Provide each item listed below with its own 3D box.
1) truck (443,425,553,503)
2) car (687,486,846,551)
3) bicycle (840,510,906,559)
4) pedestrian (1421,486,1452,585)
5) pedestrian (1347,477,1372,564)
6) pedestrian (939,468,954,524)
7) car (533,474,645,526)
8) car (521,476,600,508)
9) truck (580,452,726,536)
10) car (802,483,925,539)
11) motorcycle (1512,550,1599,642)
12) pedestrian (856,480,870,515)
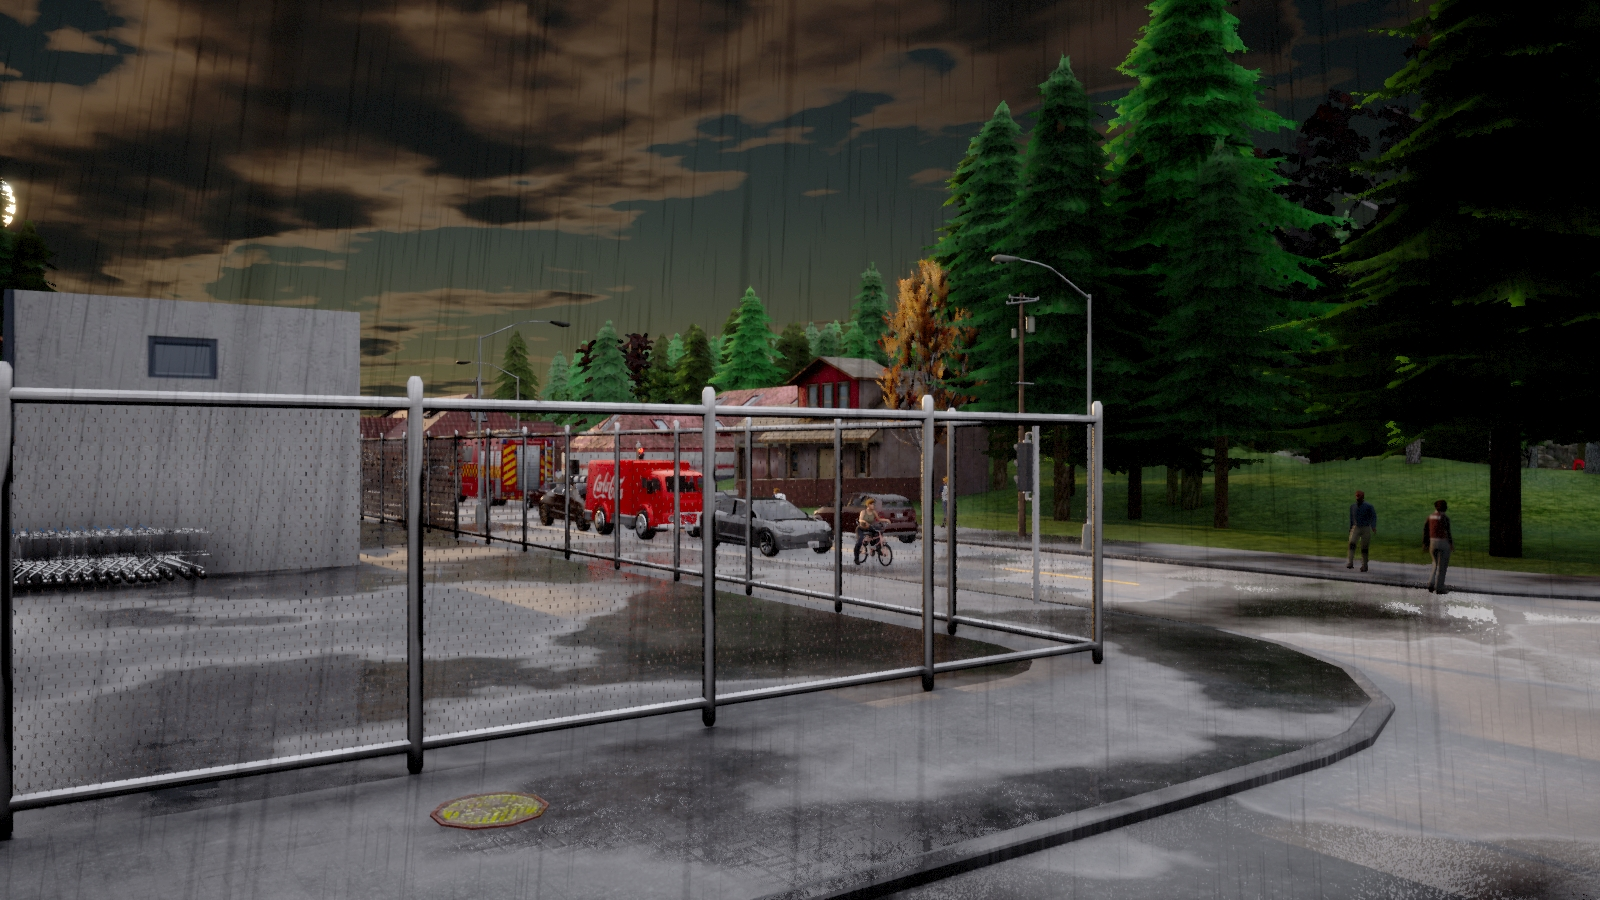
[{"bbox_3d":[-16.070,0.667,60.303,2.891,3.827,8.468,0,0,-35],"label":"truck"},{"bbox_3d":[-1.029,1.840,31.812,2.163,1.488,4.792,0,0,-35],"label":"car"},{"bbox_3d":[1.773,2.033,27.810,0.859,1.080,1.487,0,0,-35],"label":"bicycle"},{"bbox_3d":[12.183,1.625,21.882,0.375,1.860,0.375,0,0,-27],"label":"pedestrian"},{"bbox_3d":[12.193,1.520,24.897,0.375,1.860,0.375,0,0,-43],"label":"pedestrian"},{"bbox_3d":[4.874,1.520,38.084,0.375,1.860,0.375,0,0,-22],"label":"pedestrian"},{"bbox_3d":[-7.756,1.772,41.538,2.152,1.651,5.027,0,0,-34],"label":"car"},{"bbox_3d":[-11.268,1.931,53.453,1.895,1.301,4.718,0,0,-35],"label":"car"},{"bbox_3d":[-4.910,1.336,37.383,2.627,2.467,5.204,0,0,-35],"label":"truck"},{"bbox_3d":[1.870,1.795,34.627,1.789,1.549,3.705,0,-1,-35],"label":"car"},{"bbox_3d":[10.897,1.989,15.530,2.033,1.145,0.803,-1,-1,30],"label":"motorcycle"},{"bbox_3d":[2.396,1.801,43.234,0.375,1.300,0.375,0,0,-33],"label":"pedestrian"}]
